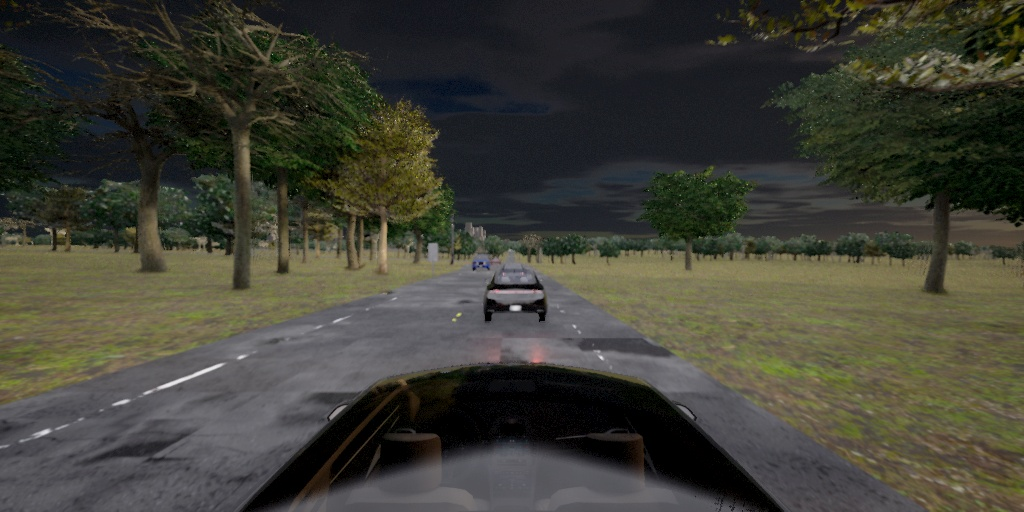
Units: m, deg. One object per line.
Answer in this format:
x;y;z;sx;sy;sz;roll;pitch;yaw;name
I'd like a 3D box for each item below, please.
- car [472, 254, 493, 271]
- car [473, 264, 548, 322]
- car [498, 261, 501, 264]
-3.800;0.818;45.067;2.150;2.045;5.566;0;0;-2;car
0.084;1.176;11.957;2.128;1.511;4.902;0;0;0;car
0.083;1.226;26.910;1.895;1.301;4.718;0;0;0;car
